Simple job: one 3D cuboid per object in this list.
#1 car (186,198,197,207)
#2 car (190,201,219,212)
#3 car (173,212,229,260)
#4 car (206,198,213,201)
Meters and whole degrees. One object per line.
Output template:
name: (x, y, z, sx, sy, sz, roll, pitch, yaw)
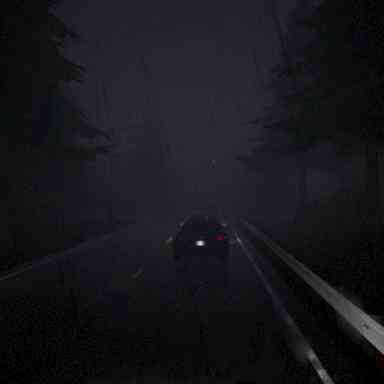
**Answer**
car: (-0.101, 1.993, 66.279, 2.097, 1.767, 4.553, 0, -1, 4)
car: (1.238, 1.761, 27.987, 2.128, 1.511, 4.902, 0, 0, 3)
car: (0.412, 1.691, 13.022, 1.994, 1.385, 4.181, 0, 0, 4)
car: (4.010, 2.166, 76.811, 1.812, 1.442, 4.674, 0, -1, 3)
